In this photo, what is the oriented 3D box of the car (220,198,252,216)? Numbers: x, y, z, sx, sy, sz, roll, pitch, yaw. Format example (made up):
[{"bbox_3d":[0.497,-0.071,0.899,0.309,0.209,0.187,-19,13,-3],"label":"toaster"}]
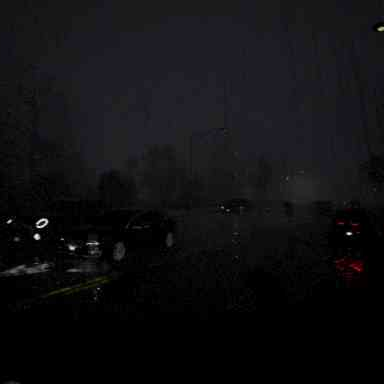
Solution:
[{"bbox_3d":[4.239,1.379,31.441,1.837,1.490,4.892,2,1,26],"label":"car"}]

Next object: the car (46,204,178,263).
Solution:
[{"bbox_3d":[-2.240,1.314,11.450,1.837,1.490,4.892,2,1,27],"label":"car"}]

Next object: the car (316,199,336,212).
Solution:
[{"bbox_3d":[18.407,1.787,45.608,2.128,1.511,4.902,2,1,25],"label":"car"}]

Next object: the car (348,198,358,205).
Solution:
[{"bbox_3d":[37.824,2.242,78.363,1.801,1.575,5.366,2,0,23],"label":"car"}]

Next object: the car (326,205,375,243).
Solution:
[{"bbox_3d":[8.295,1.665,17.354,1.837,1.490,4.892,2,1,27],"label":"car"}]

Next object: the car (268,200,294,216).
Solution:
[{"bbox_3d":[9.320,1.591,34.381,2.033,1.411,5.357,2,1,26],"label":"car"}]

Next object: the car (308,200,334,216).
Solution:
[{"bbox_3d":[13.710,1.678,35.712,1.882,1.535,5.008,2,1,26],"label":"car"}]

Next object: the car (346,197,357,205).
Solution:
[{"bbox_3d":[40.114,2.186,83.706,2.097,1.767,4.553,2,0,23],"label":"car"}]

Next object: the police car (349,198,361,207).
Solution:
[{"bbox_3d":[33.773,2.126,69.075,1.930,1.638,5.238,2,0,24],"label":"police car"}]

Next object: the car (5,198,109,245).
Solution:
[{"bbox_3d":[-4.931,1.043,13.305,2.097,1.767,4.553,2,1,27],"label":"car"}]

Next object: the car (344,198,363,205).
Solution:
[{"bbox_3d":[19.793,1.867,40.806,1.882,1.535,5.008,2,1,26],"label":"car"}]
